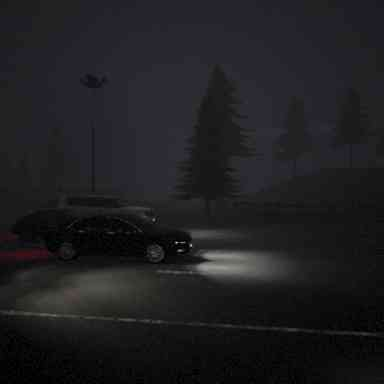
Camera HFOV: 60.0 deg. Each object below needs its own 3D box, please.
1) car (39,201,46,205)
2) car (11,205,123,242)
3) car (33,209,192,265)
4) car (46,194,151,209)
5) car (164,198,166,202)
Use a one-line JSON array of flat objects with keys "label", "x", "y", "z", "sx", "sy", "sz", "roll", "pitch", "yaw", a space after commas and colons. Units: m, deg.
[{"label": "car", "x": -12.825, "y": 1.380, "z": 33.405, "sx": 4.902, "sy": 1.511, "sz": 2.128, "roll": 0, "pitch": 0, "yaw": -35}, {"label": "car", "x": -5.823, "y": 1.474, "z": 15.213, "sx": 4.674, "sy": 1.442, "sz": 1.812, "roll": 0, "pitch": 0, "yaw": 8}, {"label": "car", "x": -2.444, "y": 1.474, "z": 11.196, "sx": 4.892, "sy": 1.490, "sz": 1.837, "roll": 0, "pitch": 0, "yaw": 8}, {"label": "car", "x": -4.851, "y": 1.168, "z": 18.609, "sx": 5.566, "sy": 2.045, "sz": 2.150, "roll": 0, "pitch": 0, "yaw": 8}, {"label": "car", "x": -3.697, "y": 1.415, "z": 67.953, "sx": 2.033, "sy": 1.411, "sz": 5.357, "roll": 0, "pitch": 0, "yaw": -38}]
